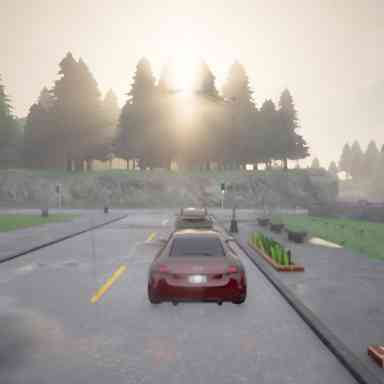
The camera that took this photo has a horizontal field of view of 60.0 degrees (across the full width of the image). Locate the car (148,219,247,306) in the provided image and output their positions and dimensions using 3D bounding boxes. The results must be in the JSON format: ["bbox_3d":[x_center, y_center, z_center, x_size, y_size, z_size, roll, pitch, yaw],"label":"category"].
[{"bbox_3d":[0.101,1.585,8.157,1.994,1.385,4.181,0,0,0],"label":"car"}]

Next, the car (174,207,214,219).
[{"bbox_3d":[0.100,1.553,17.779,1.837,1.490,4.892,0,0,0],"label":"car"}]
